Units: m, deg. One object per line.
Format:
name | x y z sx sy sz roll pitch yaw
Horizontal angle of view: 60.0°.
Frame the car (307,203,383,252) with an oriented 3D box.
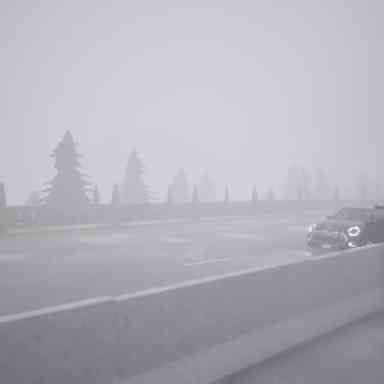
car | 6.580 1.336 13.094 4.553 1.767 2.097 0 0 -36
